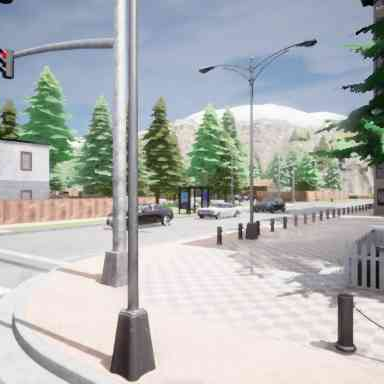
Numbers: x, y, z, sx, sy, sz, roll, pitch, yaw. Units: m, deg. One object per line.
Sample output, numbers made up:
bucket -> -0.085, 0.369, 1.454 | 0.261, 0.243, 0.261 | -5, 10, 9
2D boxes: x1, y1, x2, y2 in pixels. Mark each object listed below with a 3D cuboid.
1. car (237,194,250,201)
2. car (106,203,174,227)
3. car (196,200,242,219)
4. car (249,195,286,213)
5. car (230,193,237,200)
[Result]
car -> 13.005, 1.144, 77.953 | 1.932, 1.855, 4.605 | 0, 0, 36
car -> -3.209, 1.476, 21.227 | 2.128, 1.511, 4.902 | 0, 0, 37
car -> 2.412, 1.586, 28.616 | 1.895, 1.301, 4.718 | 0, 0, 37
car -> 8.606, 1.337, 36.723 | 2.097, 1.767, 4.553 | 0, 0, 38
car -> 10.741, 1.146, 79.113 | 1.905, 1.878, 3.866 | 0, 0, 36
